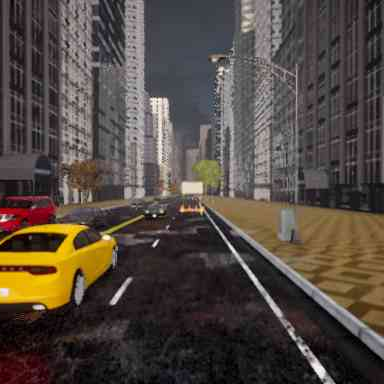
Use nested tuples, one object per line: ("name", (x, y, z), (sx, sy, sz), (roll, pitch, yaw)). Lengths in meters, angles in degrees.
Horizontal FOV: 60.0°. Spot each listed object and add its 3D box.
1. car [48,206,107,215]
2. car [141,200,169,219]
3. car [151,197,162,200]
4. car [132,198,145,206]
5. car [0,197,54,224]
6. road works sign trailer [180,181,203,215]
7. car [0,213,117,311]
("car", (-6.599, 1.620, 20.620), (2.033, 1.411, 5.357), (0, 0, 0))
("car", (-3.152, 1.707, 30.224), (1.895, 1.301, 4.718), (0, 0, 0))
("car", (-6.518, 1.752, 61.687), (1.812, 1.442, 4.674), (0, 0, 0))
("car", (-9.765, 1.764, 61.156), (2.033, 1.411, 5.357), (0, 0, 0))
("car", (-9.849, 1.292, 19.325), (2.150, 2.045, 5.566), (0, -1, 0))
("road works sign trailer", (0.014, 0.590, 35.566), (2.380, 3.560, 2.880), (0, 0, 1))
("car", (-3.151, 1.506, 7.963), (1.882, 1.535, 5.008), (0, 0, 0))
